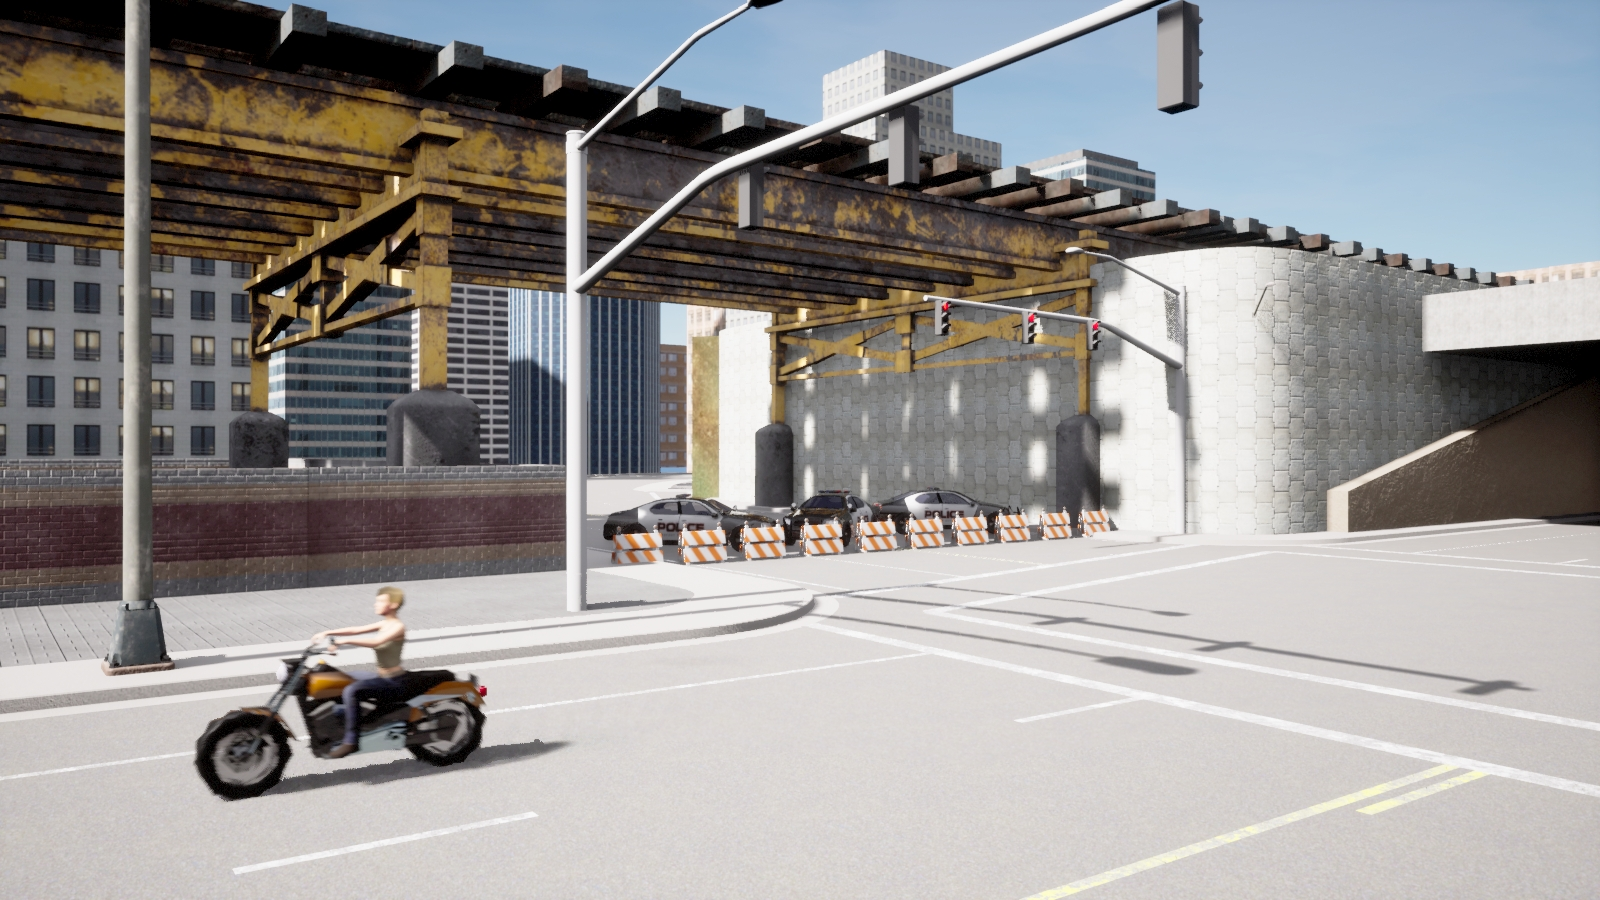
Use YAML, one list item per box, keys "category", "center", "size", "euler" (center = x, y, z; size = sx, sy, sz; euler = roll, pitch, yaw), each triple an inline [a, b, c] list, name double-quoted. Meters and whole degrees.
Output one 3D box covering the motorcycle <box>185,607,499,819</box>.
- category: "motorcycle"
  center: [-3.837, 2.142, 9.699]
  size: [2.356, 1.332, 0.764]
  euler: [0, 0, -35]
